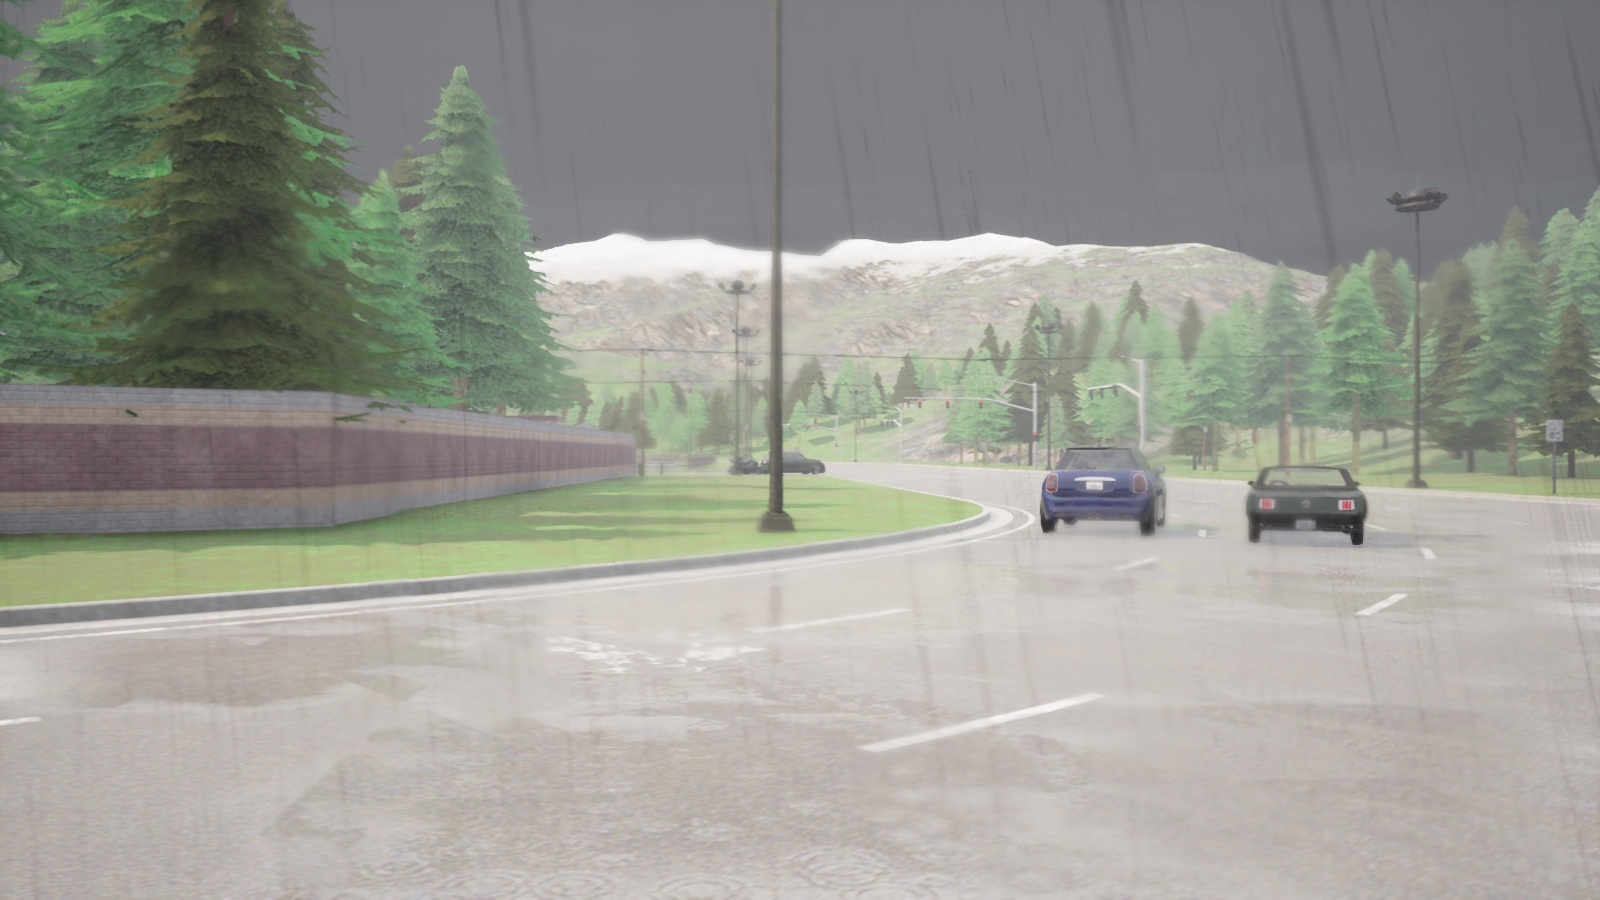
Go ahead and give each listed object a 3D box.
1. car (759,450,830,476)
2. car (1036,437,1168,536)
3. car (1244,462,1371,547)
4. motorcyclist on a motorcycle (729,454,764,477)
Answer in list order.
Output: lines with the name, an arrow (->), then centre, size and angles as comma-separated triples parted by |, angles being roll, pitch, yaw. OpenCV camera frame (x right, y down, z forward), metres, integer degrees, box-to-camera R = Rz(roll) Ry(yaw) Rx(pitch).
car -> -0.388, 0.875, 88.283 | 4.553, 1.767, 2.097 | 0, 0, -23
car -> 6.113, 0.664, 25.009 | 2.097, 1.767, 4.553 | 0, 0, 19
car -> 9.011, 0.891, 22.478 | 1.895, 1.301, 4.718 | 0, 0, 21
motorcyclist on a motorcycle -> -3.532, 1.044, 83.330 | 2.191, 1.530, 0.866 | 0, -1, -13
